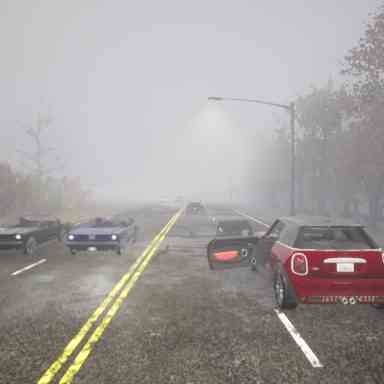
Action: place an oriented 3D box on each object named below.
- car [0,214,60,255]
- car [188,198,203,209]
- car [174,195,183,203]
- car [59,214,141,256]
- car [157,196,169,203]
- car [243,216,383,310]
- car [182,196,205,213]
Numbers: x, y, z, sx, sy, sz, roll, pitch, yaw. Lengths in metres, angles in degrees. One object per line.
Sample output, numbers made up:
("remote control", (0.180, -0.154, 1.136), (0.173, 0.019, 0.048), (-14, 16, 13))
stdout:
("car", (-6.565, 1.594, 13.360), (1.895, 1.301, 4.718), (0, 0, 0))
("car", (0.506, 1.517, 46.115), (1.994, 1.385, 4.181), (0, 0, 1))
("car", (-2.329, 1.416, 64.508), (1.837, 1.490, 4.892), (0, 0, 2))
("car", (-3.316, 1.594, 13.274), (1.895, 1.301, 4.718), (0, 0, 0))
("car", (-5.595, 1.436, 64.117), (1.812, 1.442, 4.674), (0, 0, 2))
("car", (2.705, 1.349, 7.981), (2.097, 1.767, 4.553), (0, 0, 0))
("car", (0.351, 1.461, 35.849), (2.128, 1.511, 4.902), (0, 0, 1))
